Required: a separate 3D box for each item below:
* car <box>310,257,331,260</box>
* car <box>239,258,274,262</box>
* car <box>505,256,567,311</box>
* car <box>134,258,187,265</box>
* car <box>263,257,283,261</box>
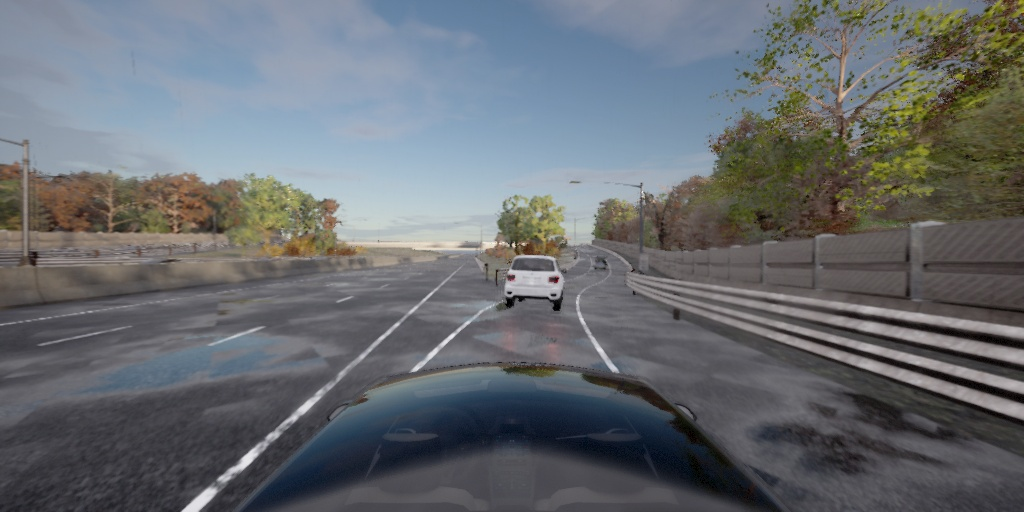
[{"bbox_3d":[-27.031,0.988,51.258,1.837,1.490,4.892,1,0,-5],"label":"car"},{"bbox_3d":[-25.257,1.095,34.172,1.895,1.301,4.718,1,0,-6],"label":"car"},{"bbox_3d":[1.135,1.085,15.565,2.150,2.045,5.566,2,-2,9],"label":"car"},{"bbox_3d":[-32.142,0.929,32.759,1.837,1.490,4.892,1,0,-6],"label":"car"},{"bbox_3d":[-33.927,0.908,49.971,2.128,1.511,4.902,1,0,-5],"label":"car"}]
